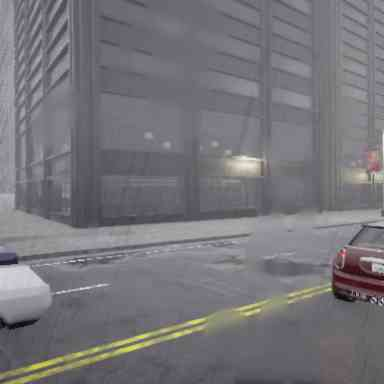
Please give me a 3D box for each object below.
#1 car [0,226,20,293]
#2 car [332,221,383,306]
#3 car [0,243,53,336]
[{"bbox_3d":[-6.438,1.599,7.075,4.718,1.301,1.895,0,0,-36],"label":"car"},{"bbox_3d":[5.021,1.357,7.027,4.553,1.767,2.097,0,0,-36],"label":"car"},{"bbox_3d":[-4.549,1.600,4.430,4.718,1.301,1.895,0,0,-36],"label":"car"}]
